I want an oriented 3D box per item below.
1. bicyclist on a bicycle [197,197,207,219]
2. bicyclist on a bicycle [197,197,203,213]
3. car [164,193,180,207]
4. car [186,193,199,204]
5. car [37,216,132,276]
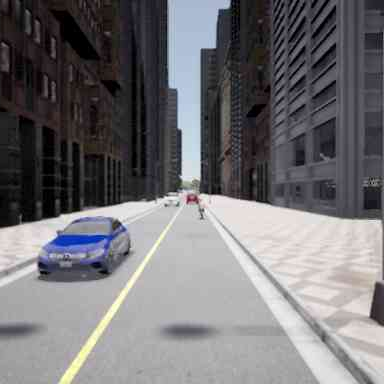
[{"bbox_3d":[0.827,1.408,27.506,0.866,1.612,1.509,0,2,0],"label":"bicyclist on a bicycle"},{"bbox_3d":[0.830,1.417,36.188,0.582,1.620,1.656,0,0,0],"label":"bicyclist on a bicycle"},{"bbox_3d":[-3.068,1.171,51.030,2.150,2.045,5.566,0,0,0],"label":"car"},{"bbox_3d":[0.020,1.159,61.906,2.150,2.045,5.566,0,0,0],"label":"car"},{"bbox_3d":[-3.098,1.515,10.492,1.812,1.442,4.674,0,0,0],"label":"car"}]
